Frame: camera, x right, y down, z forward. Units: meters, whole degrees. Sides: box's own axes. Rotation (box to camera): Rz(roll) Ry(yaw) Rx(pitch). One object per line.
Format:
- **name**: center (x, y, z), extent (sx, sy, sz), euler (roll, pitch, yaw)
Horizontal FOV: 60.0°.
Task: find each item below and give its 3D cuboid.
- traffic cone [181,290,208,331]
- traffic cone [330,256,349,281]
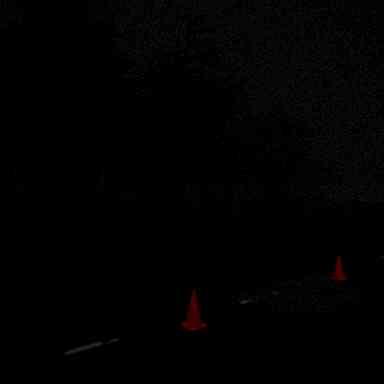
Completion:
- **traffic cone**: center (0.036, 1.957, 5.607), extent (0.340, 0.580, 0.340), euler (0, 0, -37)
- **traffic cone**: center (3.833, 1.955, 8.654), extent (0.340, 0.580, 0.340), euler (0, 0, -40)
